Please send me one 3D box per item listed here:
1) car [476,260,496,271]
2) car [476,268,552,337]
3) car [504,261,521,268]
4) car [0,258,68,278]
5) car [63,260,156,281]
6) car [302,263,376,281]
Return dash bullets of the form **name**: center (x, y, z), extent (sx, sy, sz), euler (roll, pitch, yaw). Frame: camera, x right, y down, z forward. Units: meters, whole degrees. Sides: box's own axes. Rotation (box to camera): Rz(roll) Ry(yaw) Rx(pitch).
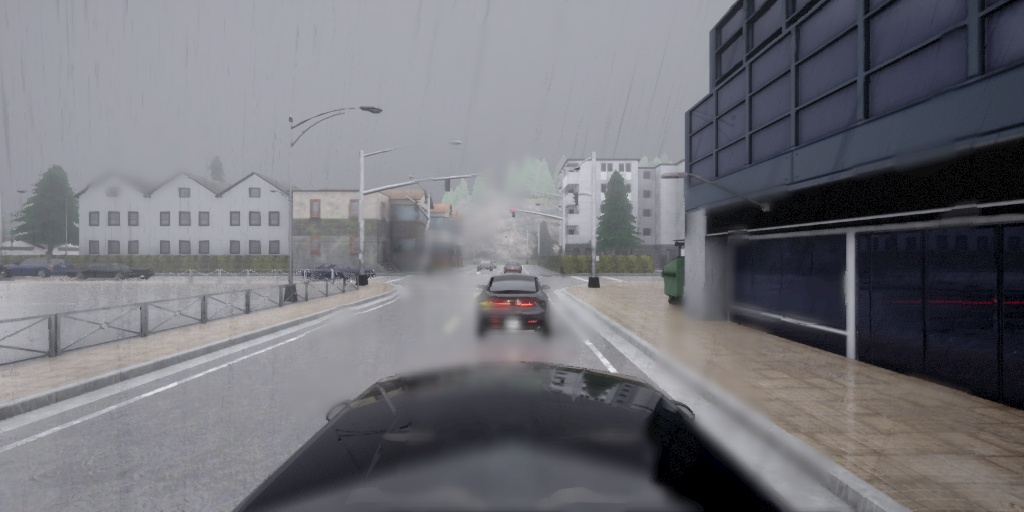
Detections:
- **car**: center (-3.520, 1.276, 47.660), extent (1.812, 1.442, 4.674), euler (0, 0, 0)
- **car**: center (0.069, 1.255, 10.258), extent (1.837, 1.490, 4.892), euler (0, 0, 1)
- **car**: center (0.093, 1.314, 42.419), extent (1.994, 1.385, 4.181), euler (0, 0, 1)
- **car**: center (-39.834, 0.926, 30.204), extent (4.553, 1.767, 2.097), euler (0, 0, 0)
- **car**: center (-29.445, 1.174, 26.467), extent (4.718, 1.301, 1.895), euler (0, 0, 0)
- **car**: center (-12.613, 1.174, 26.389), extent (4.718, 1.301, 1.895), euler (0, 0, 0)
